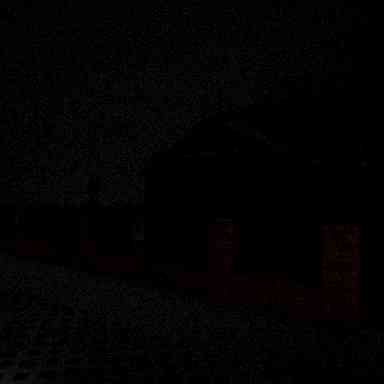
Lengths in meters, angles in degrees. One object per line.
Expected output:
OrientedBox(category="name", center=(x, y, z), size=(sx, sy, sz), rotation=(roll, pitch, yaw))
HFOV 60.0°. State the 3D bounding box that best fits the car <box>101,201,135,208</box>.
OrientedBox(category="car", center=(-6.654, 1.616, 28.213), size=(2.097, 1.767, 4.553), rotation=(-1, -1, 35))
